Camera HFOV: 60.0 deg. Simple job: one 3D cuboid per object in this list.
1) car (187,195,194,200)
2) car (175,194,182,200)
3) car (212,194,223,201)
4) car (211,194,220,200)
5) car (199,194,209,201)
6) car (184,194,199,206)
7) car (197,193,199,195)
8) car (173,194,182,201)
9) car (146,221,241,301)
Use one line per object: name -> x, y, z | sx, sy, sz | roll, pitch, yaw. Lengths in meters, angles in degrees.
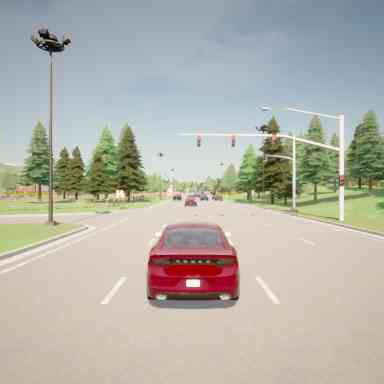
car -> -0.355, 1.427, 94.083 | 1.895, 1.301, 4.718 | 0, 0, 0
car -> -3.855, 1.310, 94.040 | 1.882, 1.535, 5.008 | 0, 0, 0
car -> 6.684, 1.516, 83.660 | 2.128, 1.511, 4.902 | 0, 0, 0
car -> 6.645, 1.372, 94.080 | 2.033, 1.411, 5.357 | 0, 0, 0
car -> 3.183, 1.516, 84.063 | 1.812, 1.442, 4.674 | 0, 0, 0
car -> -0.199, 1.525, 53.020 | 1.812, 1.442, 4.674 | 0, 0, 0
car -> 3.145, 1.357, 94.066 | 2.128, 1.511, 4.902 | 0, 0, 0
car -> -3.816, 1.469, 83.620 | 1.882, 1.535, 5.008 | 0, 0, 0
car -> 0.031, 1.478, 8.418 | 1.882, 1.535, 5.008 | 0, 0, 0
